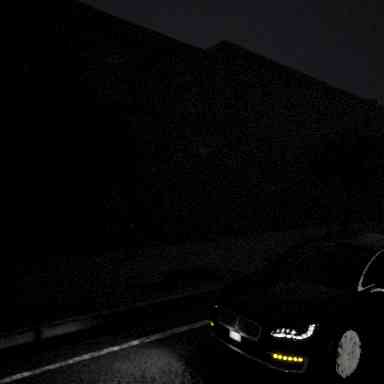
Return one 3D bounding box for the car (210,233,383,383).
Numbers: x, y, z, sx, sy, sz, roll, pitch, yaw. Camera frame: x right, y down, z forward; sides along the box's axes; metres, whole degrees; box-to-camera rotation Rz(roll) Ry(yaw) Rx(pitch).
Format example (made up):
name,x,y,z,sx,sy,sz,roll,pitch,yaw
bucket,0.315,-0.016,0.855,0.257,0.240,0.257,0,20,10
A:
name,x,y,z,sx,sy,sz,roll,pitch,yaw
car,2.505,1.500,5.472,4.892,1.490,1.837,0,0,-35
